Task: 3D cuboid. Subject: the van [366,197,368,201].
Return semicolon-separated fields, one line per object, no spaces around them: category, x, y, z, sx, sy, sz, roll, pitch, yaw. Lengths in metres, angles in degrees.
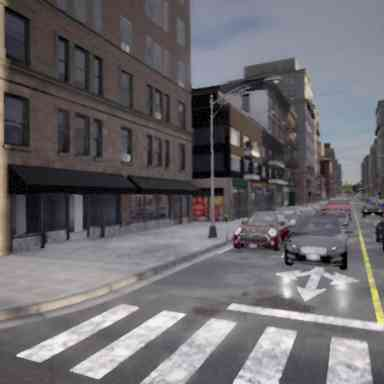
van;41.459;2.086;76.196;1.690;1.788;3.998;-1;-1;26

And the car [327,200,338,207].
car;29.465;2.358;69.715;1.802;1.307;4.206;-1;-1;26

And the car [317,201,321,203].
car;12.807;1.947;34.923;2.008;1.369;4.403;-1;-1;26

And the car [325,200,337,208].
car;27.085;2.266;64.745;1.887;1.381;4.507;-1;-1;26

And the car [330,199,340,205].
car;34.224;2.429;79.657;1.887;1.381;4.507;-1;-1;26

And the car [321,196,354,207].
car;13.298;1.534;30.051;2.150;2.045;5.566;-1;-1;26

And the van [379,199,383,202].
van;24.801;1.704;41.403;1.690;1.788;3.998;-1;-1;26

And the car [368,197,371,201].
car;36.701;2.077;66.254;1.967;1.590;4.097;-1;-1;26

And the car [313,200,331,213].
car;17.565;1.942;44.865;1.967;1.590;4.097;-1;-1;26

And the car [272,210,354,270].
car;4.523;1.624;11.746;2.128;1.511;4.902;-1;-1;26

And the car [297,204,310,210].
car;5.668;1.686;20.014;1.967;1.590;4.097;-1;-1;26

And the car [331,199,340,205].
car;36.604;2.504;84.626;1.947;1.339;4.313;-1;-1;26

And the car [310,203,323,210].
car;10.428;1.927;29.952;1.802;1.307;4.206;-1;-1;26

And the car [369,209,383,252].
car;8.894;1.663;14.006;2.033;1.411;5.357;-1;-1;25

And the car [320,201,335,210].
car;22.325;2.162;54.804;2.008;1.369;4.403;-1;-1;26

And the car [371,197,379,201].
car;31.941;1.967;56.313;1.967;1.590;4.097;-1;-1;26

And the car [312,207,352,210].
car;8.770;1.820;20.616;1.895;1.301;4.718;-1;-1;26

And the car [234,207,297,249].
car;3.288;1.638;15.043;1.967;1.590;4.097;-1;-1;26

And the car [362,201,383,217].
car;18.982;1.929;35.115;1.895;1.301;4.718;-1;-1;26

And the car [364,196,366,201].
car;43.839;2.114;81.167;2.192;1.841;5.009;-1;-1;26
